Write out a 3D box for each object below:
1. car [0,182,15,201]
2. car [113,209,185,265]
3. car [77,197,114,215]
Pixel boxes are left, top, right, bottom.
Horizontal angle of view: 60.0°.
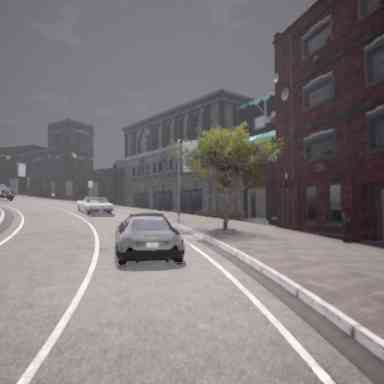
[{"bbox_3d":[-21.861,-0.097,37.045,5.566,2.045,2.150,3,0,38],"label":"car"},{"bbox_3d":[-1.513,1.387,11.095,1.994,1.385,4.181,1,1,-13],"label":"car"},{"bbox_3d":[-7.766,1.028,26.341,1.895,1.301,4.718,2,1,-31],"label":"car"}]
